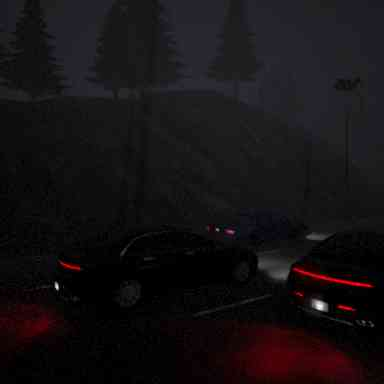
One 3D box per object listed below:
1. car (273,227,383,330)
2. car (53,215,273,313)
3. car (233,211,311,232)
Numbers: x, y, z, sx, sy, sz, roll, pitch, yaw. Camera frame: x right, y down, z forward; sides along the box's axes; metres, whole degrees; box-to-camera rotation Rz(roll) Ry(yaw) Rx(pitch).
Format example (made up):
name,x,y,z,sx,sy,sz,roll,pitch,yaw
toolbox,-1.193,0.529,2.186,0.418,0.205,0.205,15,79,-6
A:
name,x,y,z,sx,sy,sz,roll,pitch,yaw
car,3.957,1.499,6.613,4.892,1.490,1.837,-1,0,-36
car,-0.570,1.503,7.683,4.892,1.490,1.837,-1,0,-35
car,3.009,1.536,14.580,5.357,1.411,2.033,0,0,-37
